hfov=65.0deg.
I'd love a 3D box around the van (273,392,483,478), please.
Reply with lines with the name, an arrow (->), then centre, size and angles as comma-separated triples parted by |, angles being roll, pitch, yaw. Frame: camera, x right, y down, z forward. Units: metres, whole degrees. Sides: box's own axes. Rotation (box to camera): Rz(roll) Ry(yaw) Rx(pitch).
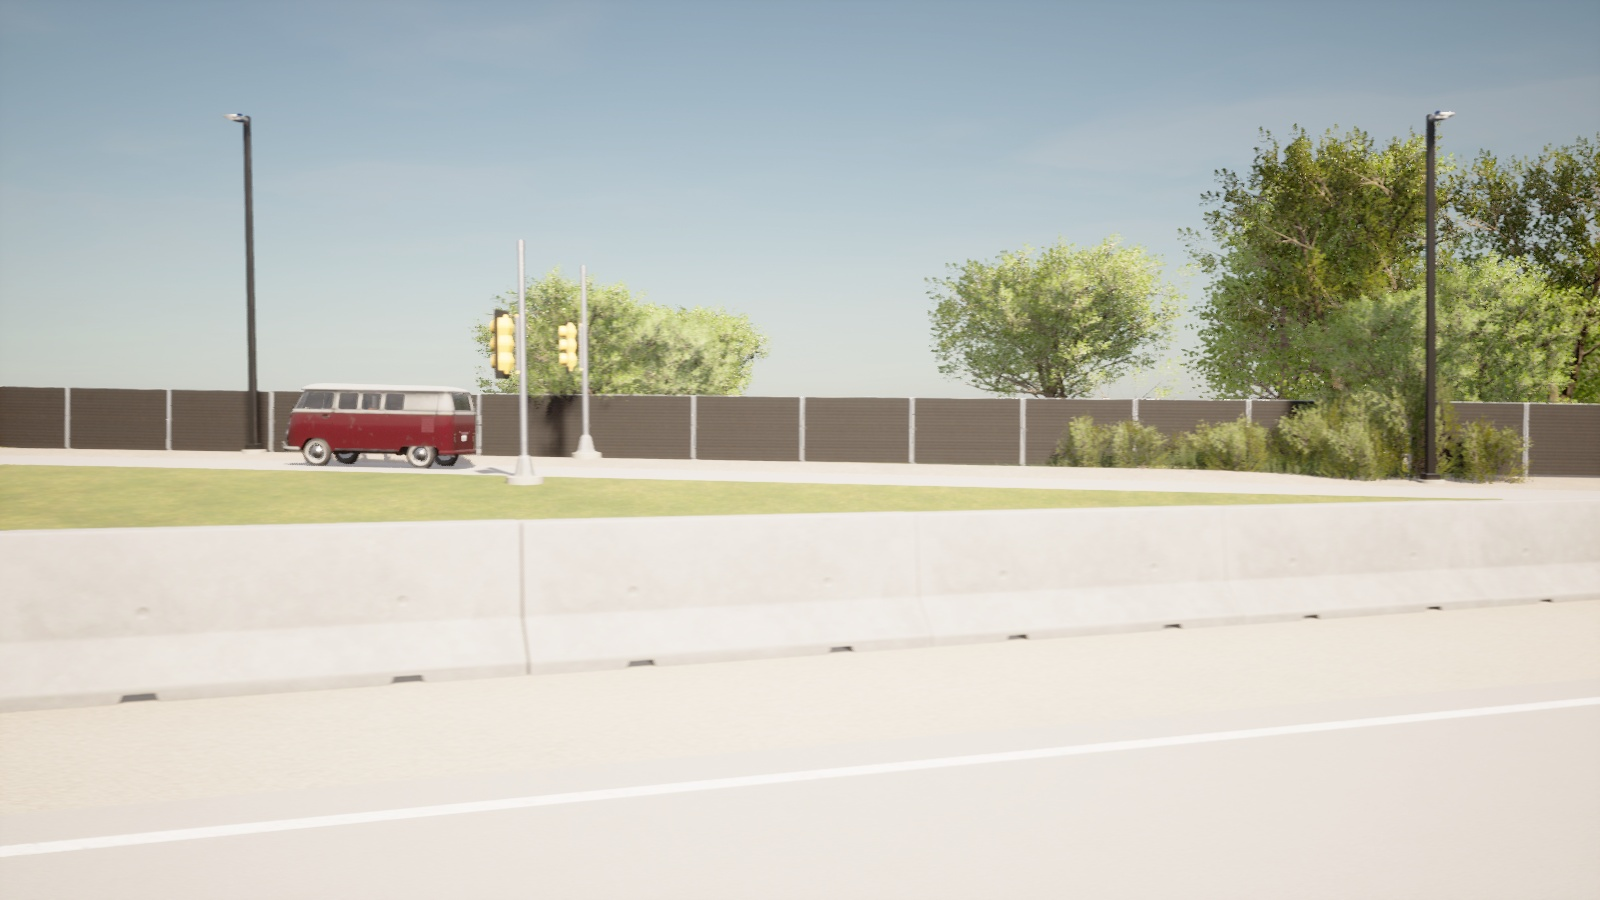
van -> -10.115, -0.374, 30.292 | 4.442, 1.987, 1.775 | 0, 2, 6
